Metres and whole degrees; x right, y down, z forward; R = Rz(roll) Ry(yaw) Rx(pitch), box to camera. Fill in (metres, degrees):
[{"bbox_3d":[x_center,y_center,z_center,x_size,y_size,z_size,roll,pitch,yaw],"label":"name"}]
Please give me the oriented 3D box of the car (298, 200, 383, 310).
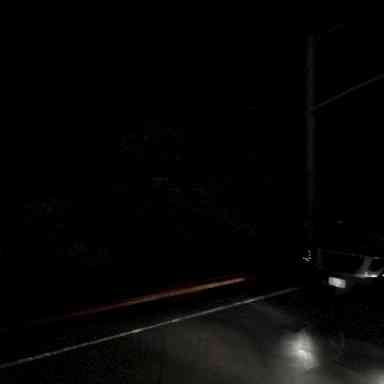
[{"bbox_3d":[4.777,1.219,7.406,5.566,2.045,2.150,0,0,-35],"label":"car"}]
